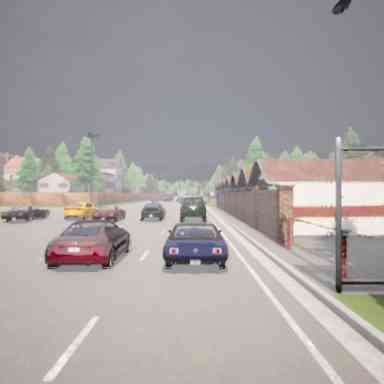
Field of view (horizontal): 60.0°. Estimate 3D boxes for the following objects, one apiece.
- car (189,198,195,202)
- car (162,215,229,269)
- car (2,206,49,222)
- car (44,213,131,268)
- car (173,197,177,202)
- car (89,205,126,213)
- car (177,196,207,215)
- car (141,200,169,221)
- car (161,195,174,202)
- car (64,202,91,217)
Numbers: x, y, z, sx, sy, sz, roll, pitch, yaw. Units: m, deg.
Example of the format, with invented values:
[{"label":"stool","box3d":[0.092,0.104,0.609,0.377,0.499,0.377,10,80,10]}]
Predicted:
[{"label":"car","box3d":[0.020,2.265,94.353,1.895,1.301,4.718,0,0,0]},{"label":"car","box3d":[0.102,1.685,11.478,1.895,1.301,4.718,0,0,0]},{"label":"car","box3d":[-13.940,1.805,28.253,1.895,1.301,4.718,0,0,0]},{"label":"car","box3d":[-3.398,1.648,11.578,1.994,1.385,4.181,0,0,0]},{"label":"car","box3d":[-3.480,2.226,94.739,1.994,1.385,4.181,0,0,0]},{"label":"car","box3d":[-6.894,1.805,28.241,1.895,1.301,4.718,0,0,0]},{"label":"car","box3d":[0.106,1.431,28.897,2.150,2.045,5.566,0,0,0]},{"label":"car","box3d":[-3.393,1.721,29.786,1.837,1.490,4.892,0,0,0]},{"label":"car","box3d":[-6.980,2.150,94.708,1.882,1.535,5.008,0,0,0]},{"label":"car","box3d":[-10.393,1.704,31.317,1.882,1.535,5.008,0,0,0]}]
